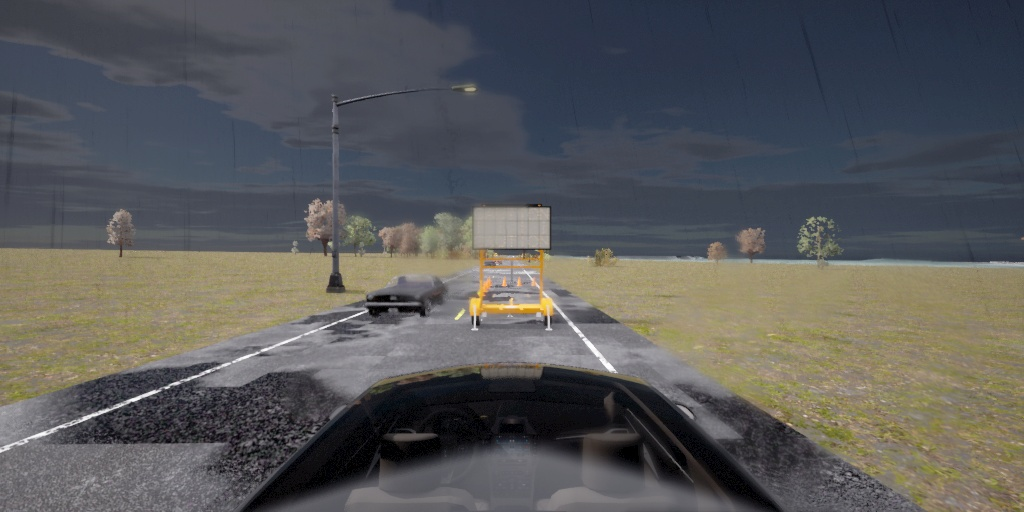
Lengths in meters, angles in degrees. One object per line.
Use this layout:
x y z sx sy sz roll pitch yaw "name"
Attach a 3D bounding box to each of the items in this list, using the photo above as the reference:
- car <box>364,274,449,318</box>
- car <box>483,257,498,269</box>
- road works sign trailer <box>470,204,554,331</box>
-3.606 1.352 13.098 1.895 1.301 4.718 0 0 0 "car"
-3.619 1.317 55.909 1.994 1.385 4.181 0 0 0 "car"
-0.005 0.215 11.033 2.380 3.560 2.880 0 0 0 "road works sign trailer"
